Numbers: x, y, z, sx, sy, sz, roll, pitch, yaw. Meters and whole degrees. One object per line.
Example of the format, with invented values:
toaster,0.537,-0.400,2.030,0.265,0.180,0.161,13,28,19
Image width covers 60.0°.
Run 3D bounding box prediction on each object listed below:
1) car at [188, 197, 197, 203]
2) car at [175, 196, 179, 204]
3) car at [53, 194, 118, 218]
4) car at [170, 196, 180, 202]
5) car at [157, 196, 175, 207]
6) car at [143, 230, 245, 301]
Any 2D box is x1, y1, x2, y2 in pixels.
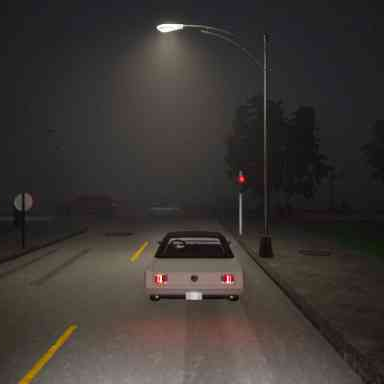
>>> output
car,0.030,1.623,69.463,1.895,1.301,4.718,0,0,0
car,-4.023,1.568,63.790,2.033,1.411,5.357,0,0,1
car,-9.571,1.231,30.221,5.566,2.045,2.150,0,2,-14
car,-3.966,1.555,76.849,2.033,1.411,5.357,0,0,0
car,-4.074,1.521,50.143,1.837,1.490,4.892,0,0,0
car,0.060,1.604,8.273,1.895,1.301,4.718,0,0,0
